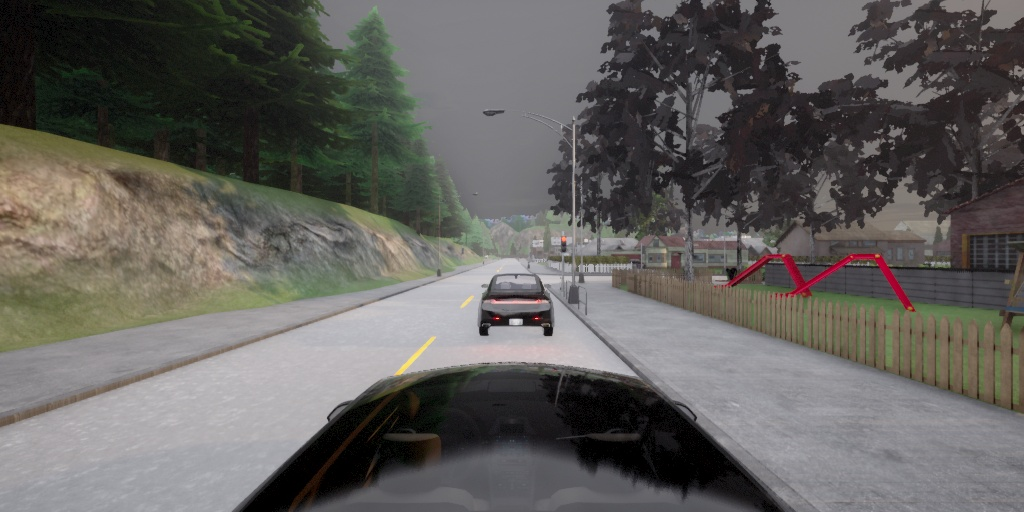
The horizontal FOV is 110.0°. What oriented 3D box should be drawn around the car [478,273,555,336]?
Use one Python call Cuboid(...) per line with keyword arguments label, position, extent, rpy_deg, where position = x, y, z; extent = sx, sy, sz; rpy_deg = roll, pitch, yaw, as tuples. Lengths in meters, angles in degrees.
Cuboid(label="car", position=(0.118, 1.242, 10.332), extent=(2.128, 1.511, 4.902), rpy_deg=(0, 0, 1))
